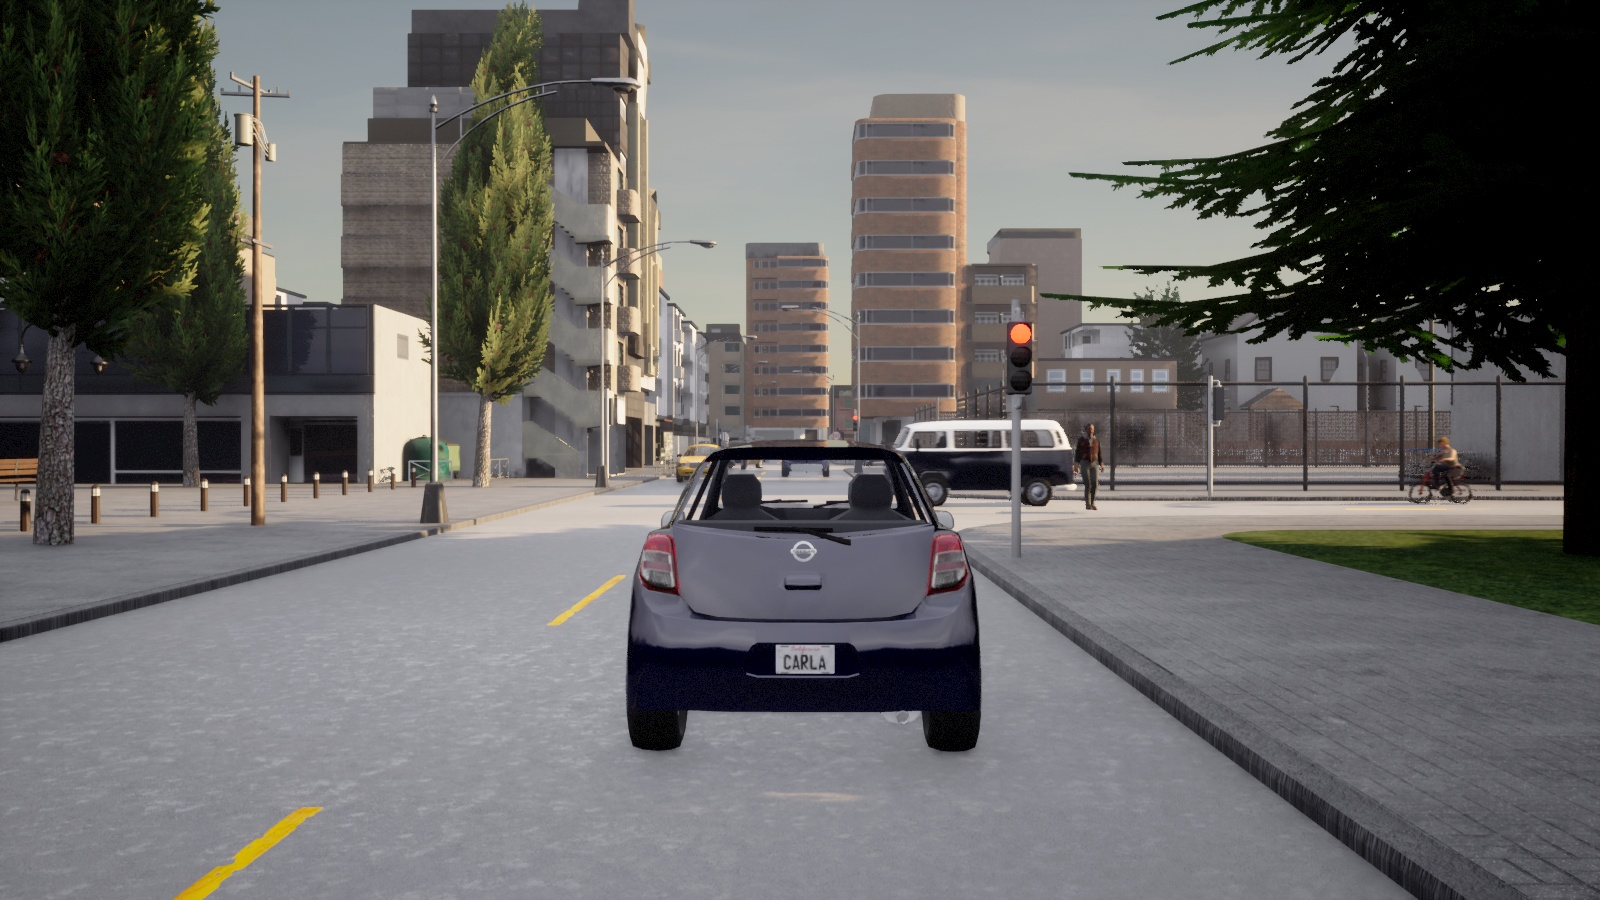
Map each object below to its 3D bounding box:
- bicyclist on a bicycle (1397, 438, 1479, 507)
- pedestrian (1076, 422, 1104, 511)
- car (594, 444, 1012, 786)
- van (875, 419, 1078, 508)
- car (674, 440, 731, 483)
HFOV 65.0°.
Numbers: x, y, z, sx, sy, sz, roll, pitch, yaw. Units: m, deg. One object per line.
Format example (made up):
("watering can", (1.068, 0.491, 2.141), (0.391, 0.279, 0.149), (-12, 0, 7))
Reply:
("bicyclist on a bicycle", (15.239, 0.526, 30.022), (1.509, 1.612, 0.866), (0, 0, 0))
("pedestrian", (6.092, 0.343, 26.394), (0.376, 1.854, 0.720), (0, 0, -5))
("car", (0.036, 0.719, 7.361), (1.845, 1.501, 3.633), (0, 0, 1))
("van", (4.136, 0.304, 29.955), (4.480, 2.038, 2.069), (0, 0, -3))
("car", (-3.769, 0.404, 49.318), (1.801, 1.575, 5.366), (0, 0, 0))
